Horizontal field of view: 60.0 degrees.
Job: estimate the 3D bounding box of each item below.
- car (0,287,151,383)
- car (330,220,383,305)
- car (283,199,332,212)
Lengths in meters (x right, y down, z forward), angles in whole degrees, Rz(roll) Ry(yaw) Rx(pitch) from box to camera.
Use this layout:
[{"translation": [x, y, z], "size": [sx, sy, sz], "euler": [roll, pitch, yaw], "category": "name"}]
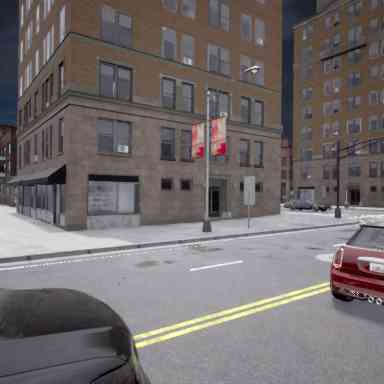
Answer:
[{"translation": [-2.828, 1.221, 1.420], "size": [5.566, 2.045, 2.150], "euler": [0, 0, -36], "category": "car"}, {"translation": [4.991, 1.355, 7.085], "size": [4.553, 1.767, 2.097], "euler": [0, 0, -36], "category": "car"}, {"translation": [12.877, 1.469, 37.443], "size": [2.033, 1.411, 5.357], "euler": [1, 0, -36], "category": "car"}]
